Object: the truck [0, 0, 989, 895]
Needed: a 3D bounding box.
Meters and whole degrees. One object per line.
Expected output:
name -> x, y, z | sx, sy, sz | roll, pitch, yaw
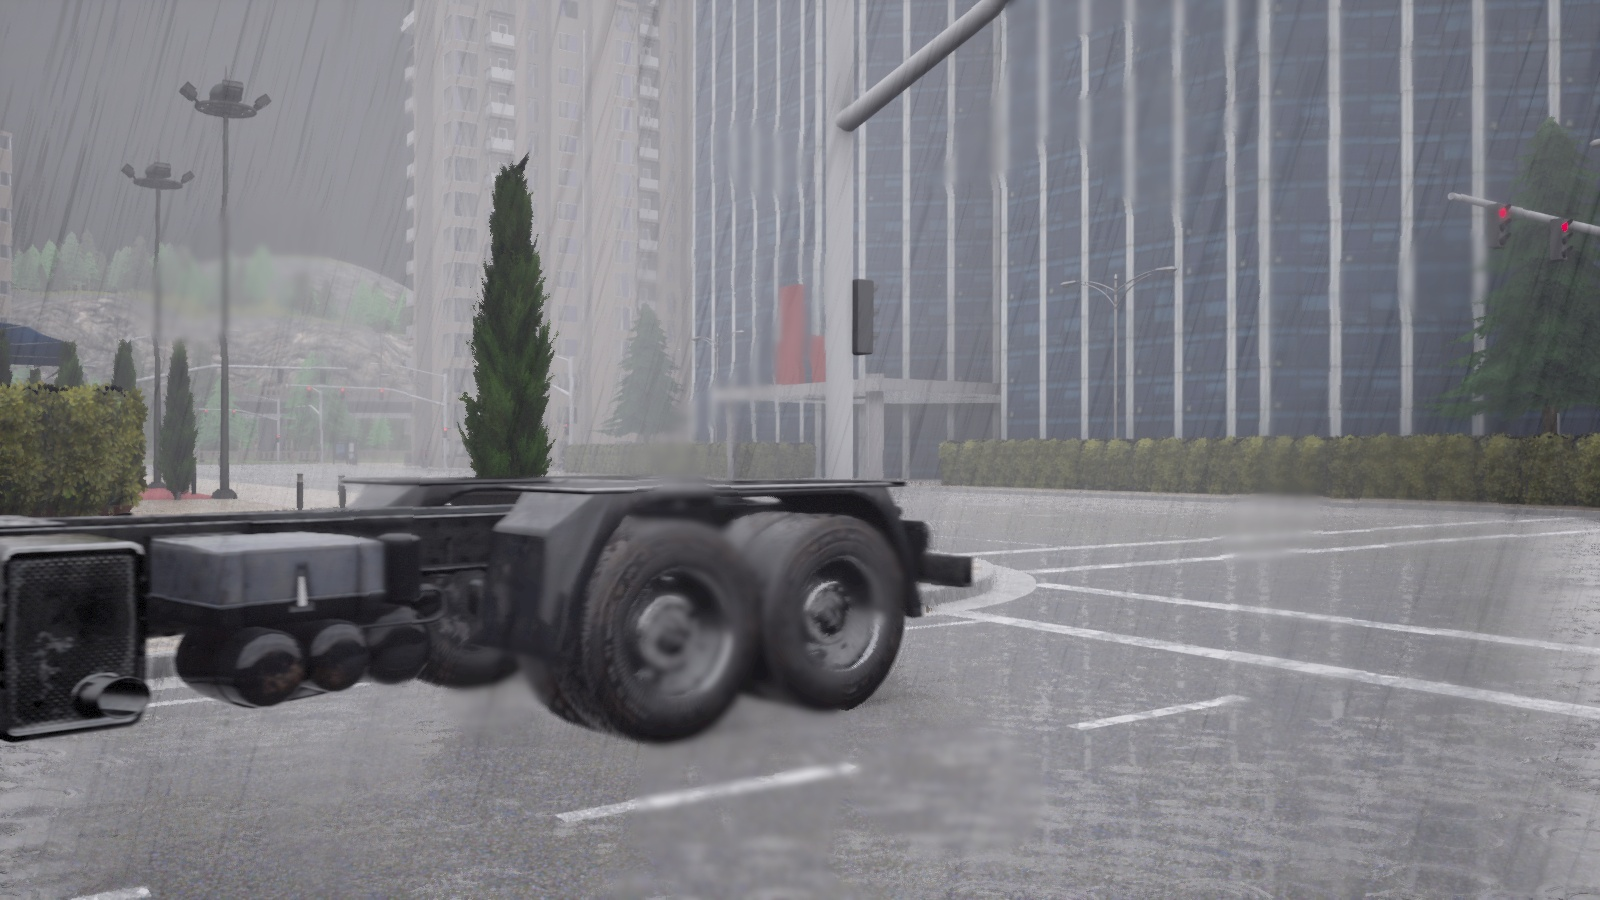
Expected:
truck -> -2.687, -0.216, 6.281 | 7.936, 3.462, 2.891 | 0, 0, -43
